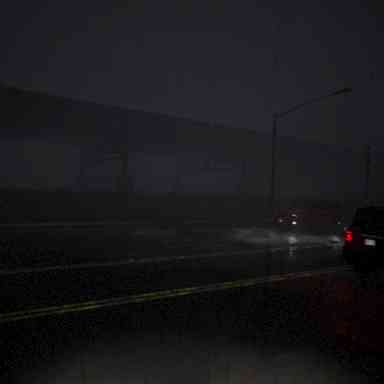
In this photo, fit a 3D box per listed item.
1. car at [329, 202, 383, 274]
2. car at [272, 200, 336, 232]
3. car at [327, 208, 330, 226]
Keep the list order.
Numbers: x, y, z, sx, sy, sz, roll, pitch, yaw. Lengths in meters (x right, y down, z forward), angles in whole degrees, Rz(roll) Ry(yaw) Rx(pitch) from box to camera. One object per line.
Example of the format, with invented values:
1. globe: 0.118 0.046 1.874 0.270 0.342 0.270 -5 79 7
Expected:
1. car: 7.005 1.498 9.997 5.566 2.045 2.150 2 0 -29
2. car: 8.143 1.592 23.080 5.566 2.045 2.150 2 0 -31
3. car: 11.102 1.955 20.789 4.902 1.511 2.128 2 0 -31
